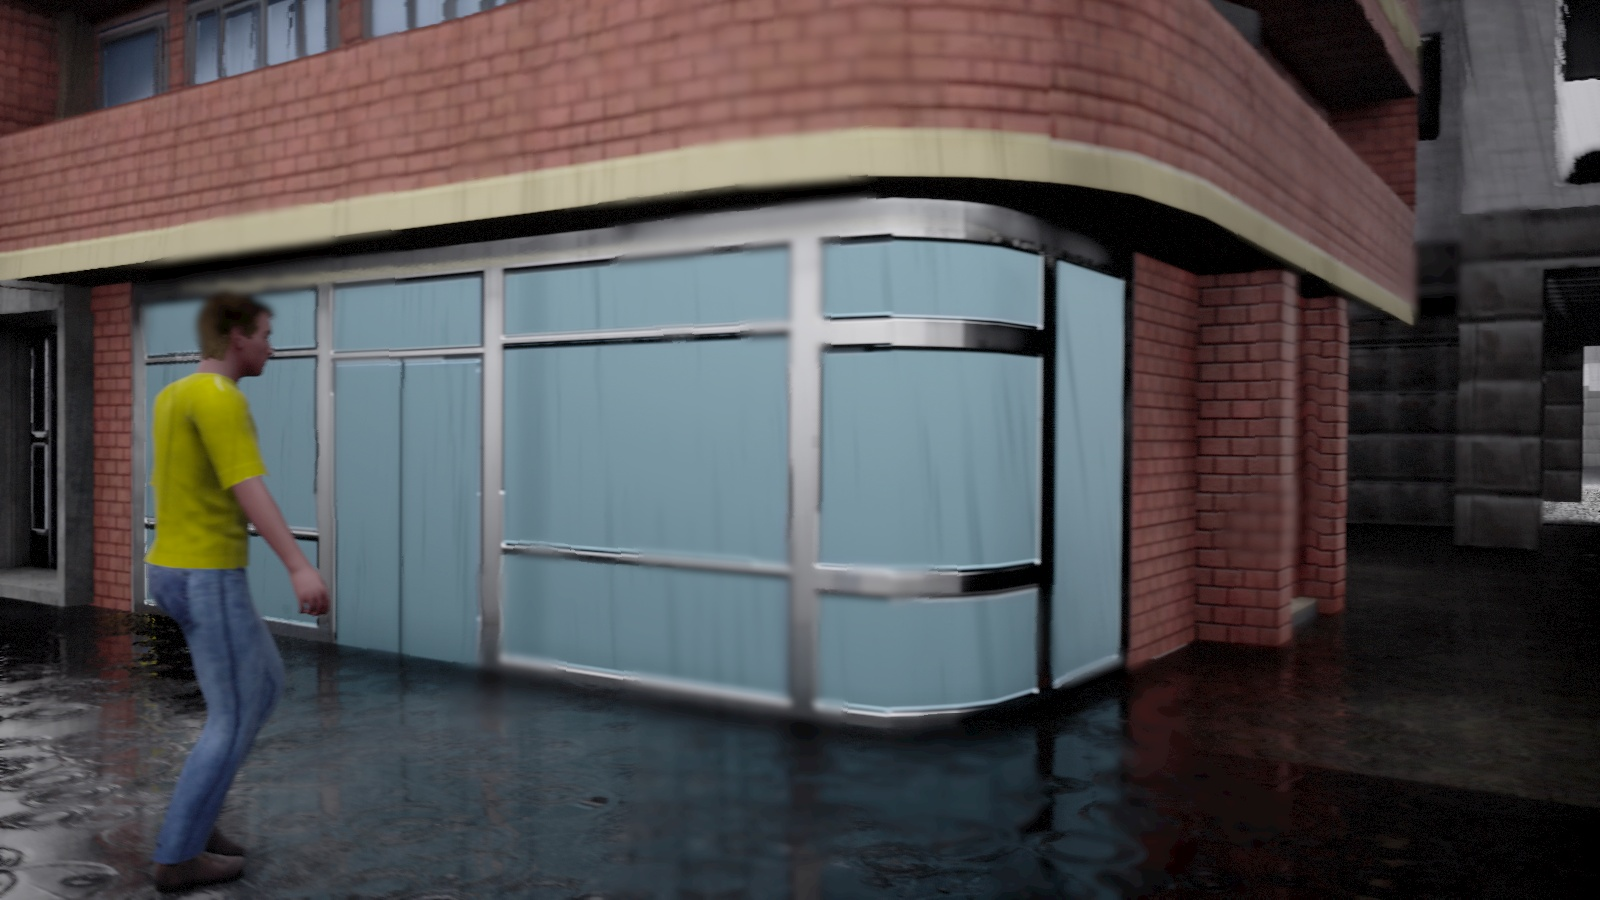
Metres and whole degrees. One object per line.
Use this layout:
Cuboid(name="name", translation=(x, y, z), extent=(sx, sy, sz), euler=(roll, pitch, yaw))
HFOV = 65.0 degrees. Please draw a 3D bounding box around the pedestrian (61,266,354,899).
Cuboid(name="pedestrian", translation=(-1.787, 0.409, 3.818), extent=(0.706, 1.836, 0.354), euler=(-1, 1, -42))
